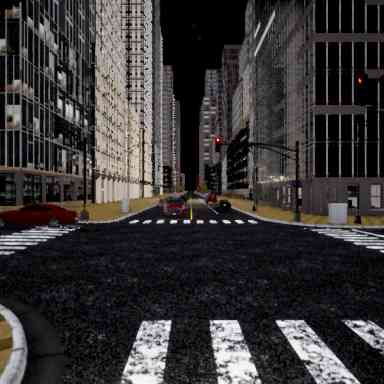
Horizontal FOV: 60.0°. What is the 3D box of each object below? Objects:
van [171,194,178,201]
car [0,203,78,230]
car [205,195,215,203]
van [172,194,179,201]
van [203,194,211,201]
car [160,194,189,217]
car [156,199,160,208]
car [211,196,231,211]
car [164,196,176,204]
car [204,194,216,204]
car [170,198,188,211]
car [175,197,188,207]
[{"bbox_3d":[-4.237,1.321,80.467,1.690,1.788,3.998,0,0,0],"label":"van"},{"bbox_3d":[-9.101,1.377,19.492,4.674,1.442,1.812,1,0,-3],"label":"car"},{"bbox_3d":[3.700,1.432,69.452,1.967,1.590,4.097,0,0,0],"label":"car"},{"bbox_3d":[-4.265,1.315,85.994,1.690,1.788,3.998,0,0,0],"label":"van"},{"bbox_3d":[3.643,1.321,80.507,1.690,1.788,3.998,0,0,0],"label":"van"},{"bbox_3d":[-1.549,1.369,31.811,2.097,1.767,4.553,0,0,1],"label":"car"},{"bbox_3d":[-4.068,1.592,47.301,1.802,1.307,4.206,0,0,0],"label":"car"},{"bbox_3d":[3.890,1.579,41.815,1.947,1.339,4.313,0,0,0],"label":"car"},{"bbox_3d":[-4.152,1.564,63.884,1.947,1.339,4.313,0,0,0],"label":"car"},{"bbox_3d":[3.728,1.313,63.924,2.192,1.841,5.009,0,0,0],"label":"car"},{"bbox_3d":[-1.569,1.560,42.174,2.033,1.411,5.357,0,0,0],"label":"car"},{"bbox_3d":[-1.624,1.533,52.449,1.812,1.442,4.674,0,0,0],"label":"car"}]
